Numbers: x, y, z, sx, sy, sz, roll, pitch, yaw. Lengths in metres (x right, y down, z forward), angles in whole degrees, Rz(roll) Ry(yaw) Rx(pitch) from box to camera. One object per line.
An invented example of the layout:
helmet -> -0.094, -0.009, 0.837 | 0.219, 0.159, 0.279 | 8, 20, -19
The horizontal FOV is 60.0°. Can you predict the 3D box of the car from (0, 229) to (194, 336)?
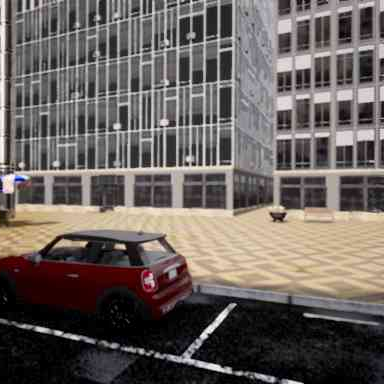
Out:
car -> -2.126, 1.471, 6.625 | 4.097, 1.590, 1.967 | 0, 0, 23
